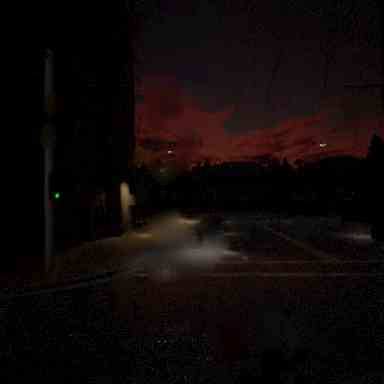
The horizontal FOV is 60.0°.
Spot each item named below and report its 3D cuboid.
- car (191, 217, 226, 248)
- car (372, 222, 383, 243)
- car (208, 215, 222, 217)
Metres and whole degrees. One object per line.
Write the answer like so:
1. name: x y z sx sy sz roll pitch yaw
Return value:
1. car: 1.058 2.499 20.303 2.033 1.411 5.357 -2 -3 5
2. car: 11.380 2.109 17.853 2.128 1.511 4.902 -2 -3 7
3. car: 2.249 2.977 32.445 1.882 1.535 5.008 -2 -3 6
